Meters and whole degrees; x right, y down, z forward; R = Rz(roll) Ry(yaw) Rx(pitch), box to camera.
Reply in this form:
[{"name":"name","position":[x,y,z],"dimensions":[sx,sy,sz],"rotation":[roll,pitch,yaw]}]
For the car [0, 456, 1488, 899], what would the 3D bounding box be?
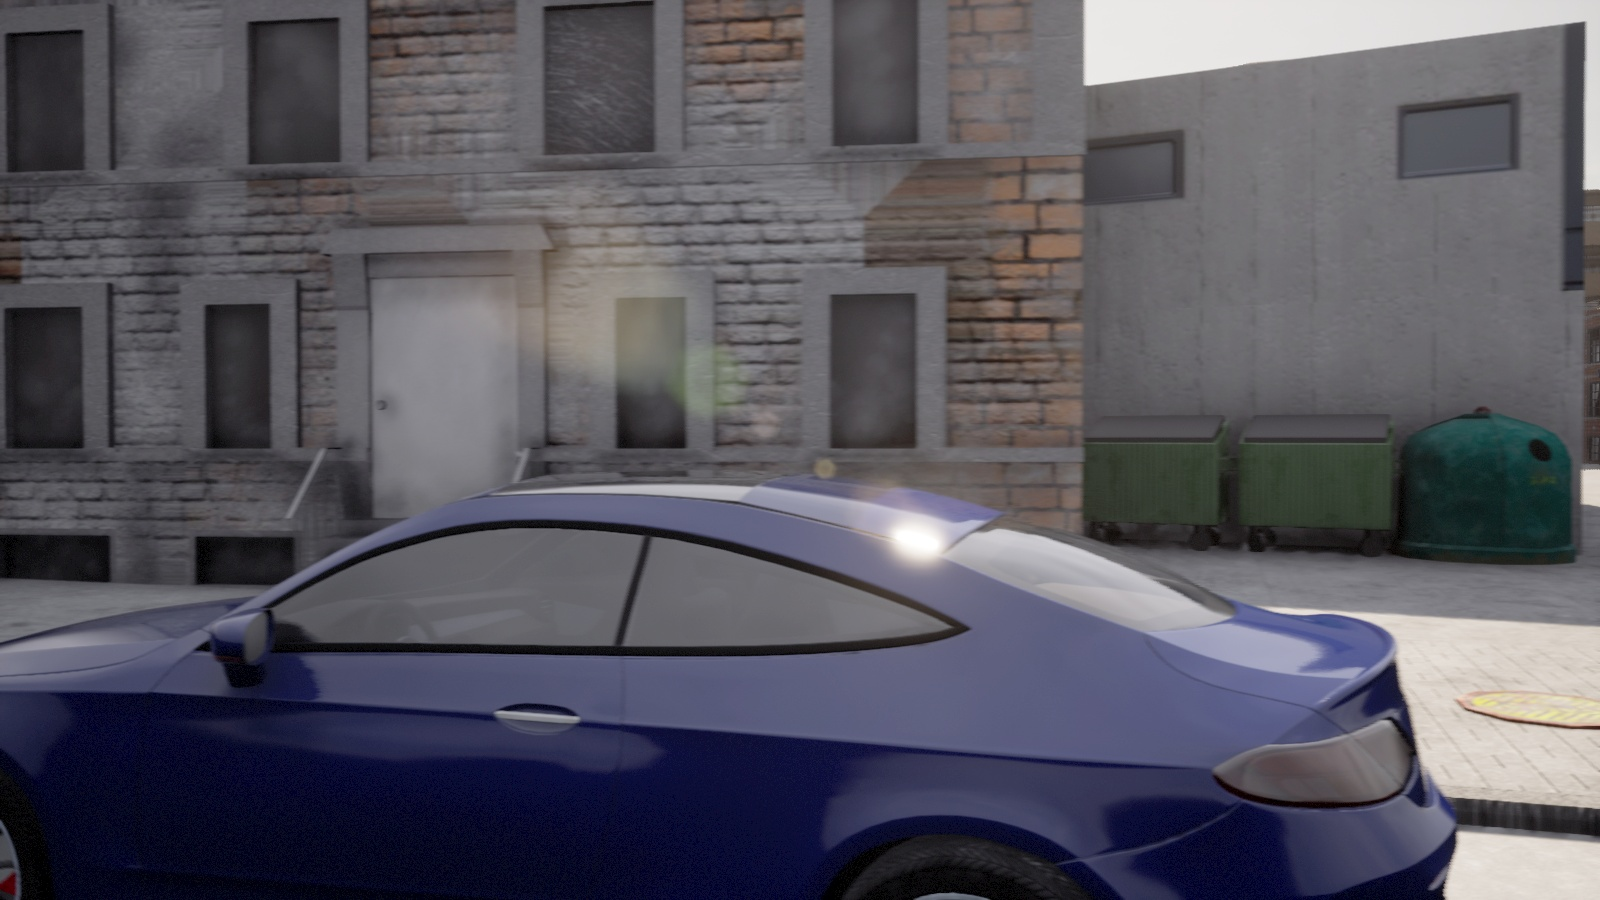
[{"name":"car","position":[-0.696,0.783,3.884],"dimensions":[4.674,1.442,1.812],"rotation":[1,1,18]}]
